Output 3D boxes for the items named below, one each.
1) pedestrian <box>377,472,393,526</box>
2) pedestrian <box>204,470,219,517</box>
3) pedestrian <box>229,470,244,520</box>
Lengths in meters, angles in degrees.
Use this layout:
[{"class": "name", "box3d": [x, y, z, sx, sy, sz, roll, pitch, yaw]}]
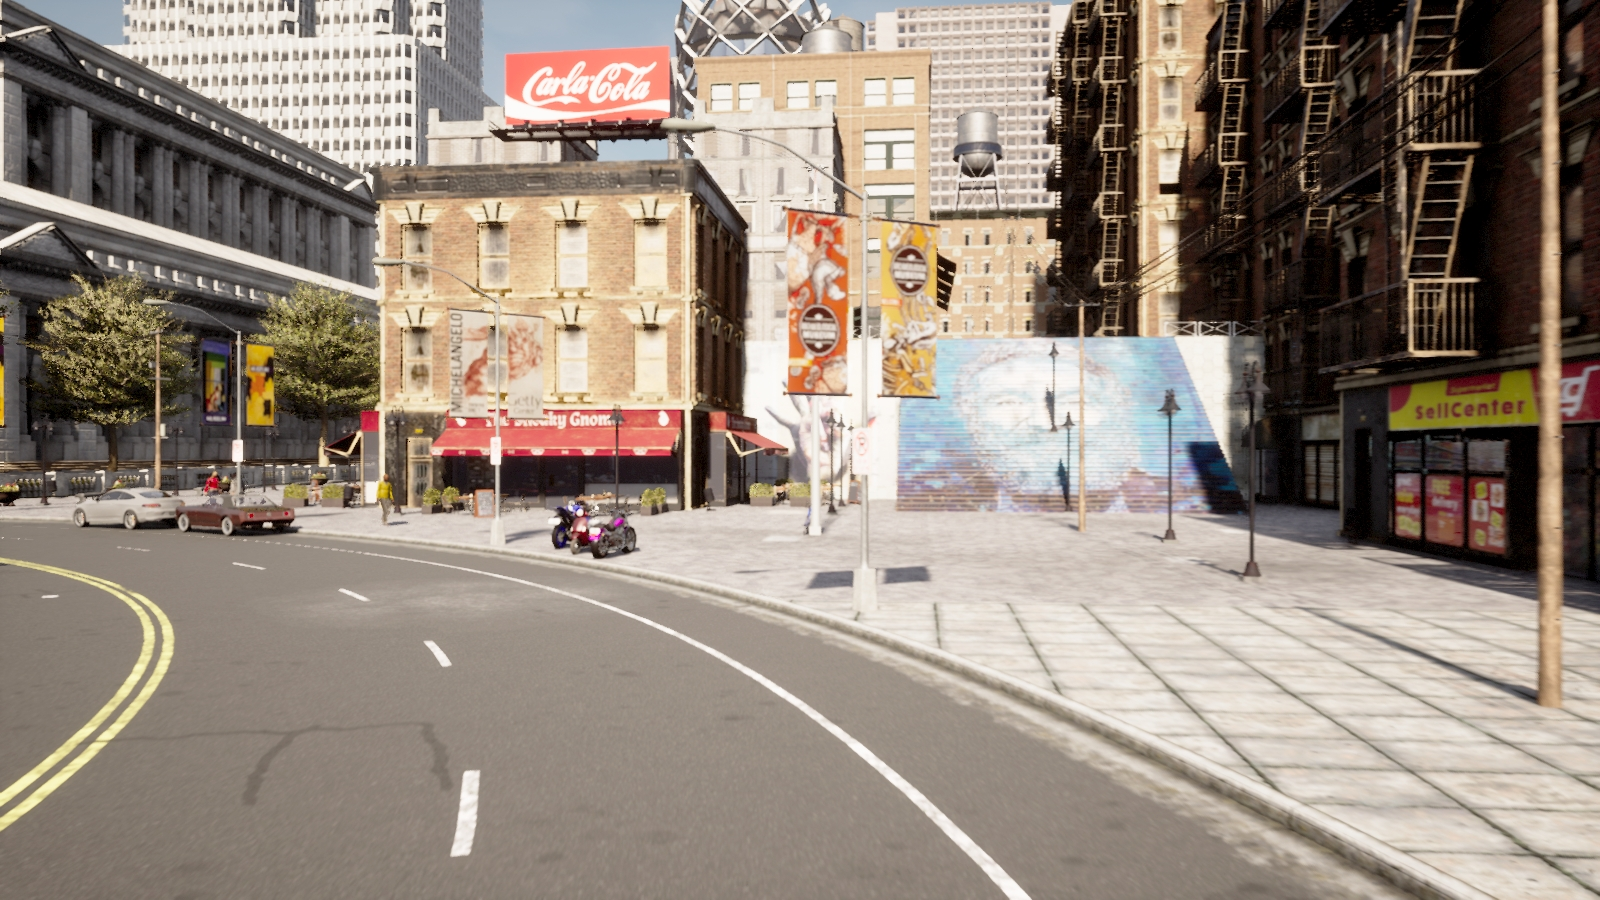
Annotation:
[{"class": "pedestrian", "box3d": [-14.393, 1.701, 39.607, 0.375, 1.860, 0.375, 0, 0, 34]}, {"class": "pedestrian", "box3d": [-23.131, 1.705, 44.915, 0.375, 1.860, 0.375, 0, 0, 27]}, {"class": "pedestrian", "box3d": [-21.205, 1.702, 42.981, 0.375, 1.860, 0.375, 0, 0, 32]}]
